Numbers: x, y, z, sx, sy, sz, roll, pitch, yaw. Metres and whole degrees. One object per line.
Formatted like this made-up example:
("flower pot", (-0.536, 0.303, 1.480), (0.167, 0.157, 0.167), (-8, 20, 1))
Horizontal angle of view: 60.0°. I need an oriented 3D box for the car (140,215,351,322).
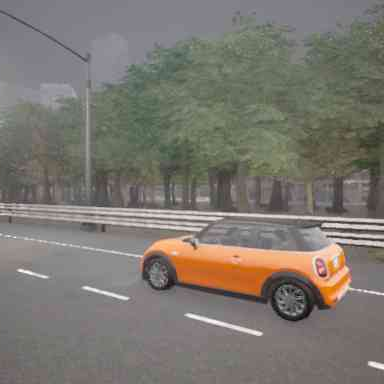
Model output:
("car", (0.970, 1.352, 7.480), (4.553, 1.767, 2.097), (0, 0, 36))
